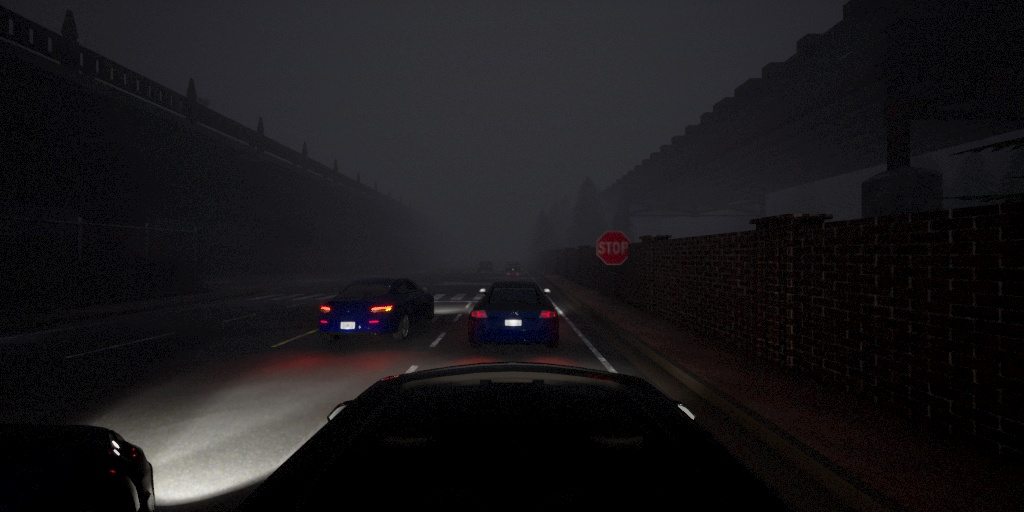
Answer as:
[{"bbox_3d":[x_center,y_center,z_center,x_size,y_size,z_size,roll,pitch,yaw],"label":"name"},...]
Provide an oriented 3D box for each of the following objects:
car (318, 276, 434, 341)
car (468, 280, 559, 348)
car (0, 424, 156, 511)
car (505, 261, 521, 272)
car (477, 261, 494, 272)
[{"bbox_3d":[-3.412,1.276,9.740,1.812,1.442,4.674,0,0,0],"label":"car"},{"bbox_3d":[0.069,1.314,9.218,1.994,1.385,4.181,0,0,1],"label":"car"},{"bbox_3d":[-3.398,1.314,0.644,1.994,1.385,4.181,0,0,0],"label":"car"},{"bbox_3d":[0.099,1.351,46.036,1.895,1.301,4.718,0,0,-1],"label":"car"},{"bbox_3d":[-3.395,1.297,45.873,2.033,1.411,5.357,0,0,-1],"label":"car"}]
